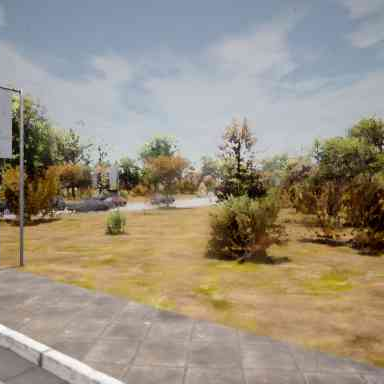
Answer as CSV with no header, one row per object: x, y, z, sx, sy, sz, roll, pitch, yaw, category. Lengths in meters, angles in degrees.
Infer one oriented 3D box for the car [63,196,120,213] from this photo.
-10.987,1.538,36.798,2.033,1.411,5.357,0,0,39,car

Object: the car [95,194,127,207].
-11.451,1.466,47.708,1.812,1.442,4.674,0,0,38,car

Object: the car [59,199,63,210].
-17.695,1.347,39.941,2.097,1.767,4.553,0,0,39,car

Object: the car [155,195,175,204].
-4.933,1.302,55.817,2.128,1.511,4.902,0,1,39,car

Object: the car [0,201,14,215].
-17.706,1.477,34.021,1.882,1.535,5.008,0,0,39,car
